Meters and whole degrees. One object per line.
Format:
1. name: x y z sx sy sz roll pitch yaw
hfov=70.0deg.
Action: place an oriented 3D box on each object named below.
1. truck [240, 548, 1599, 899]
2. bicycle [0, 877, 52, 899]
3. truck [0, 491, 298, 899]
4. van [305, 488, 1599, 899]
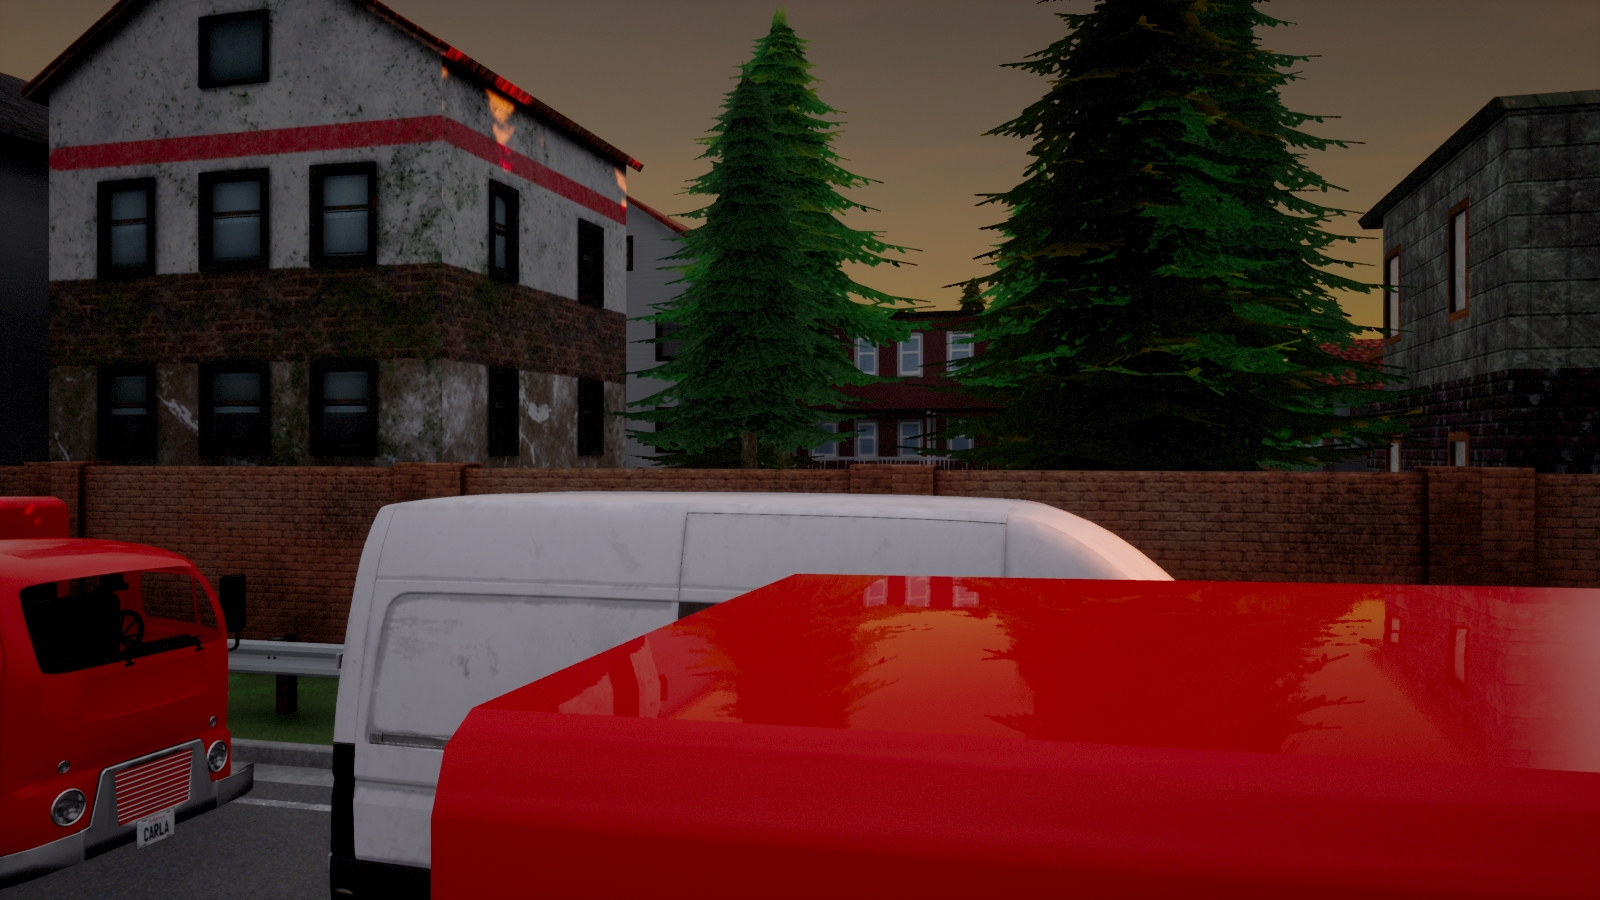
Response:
1. truck: 2.192 1.568 1.959 5.204 2.467 2.627 0 0 15
2. bicycle: -3.101 2.056 3.494 1.643 1.496 0.373 0 0 16
3. truck: -6.587 1.568 7.895 5.204 2.467 2.627 0 0 15
4. van: 0.608 1.535 6.000 5.915 2.561 1.988 0 0 15
